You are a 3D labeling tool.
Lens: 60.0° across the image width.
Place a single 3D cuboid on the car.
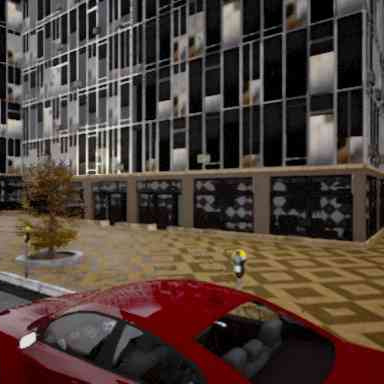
[{"bbox_3d":[-0.425,1.546,3.174,4.507,1.381,1.887,0,0,35],"label":"car"}]
